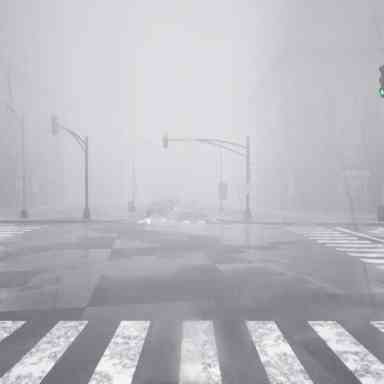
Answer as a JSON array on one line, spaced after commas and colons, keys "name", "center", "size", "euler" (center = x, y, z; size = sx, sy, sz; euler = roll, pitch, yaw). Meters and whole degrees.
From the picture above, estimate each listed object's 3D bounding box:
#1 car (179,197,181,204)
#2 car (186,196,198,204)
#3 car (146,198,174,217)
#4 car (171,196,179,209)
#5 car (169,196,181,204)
[{"name": "car", "center": [-3.115, 1.553, 51.446], "size": [1.994, 1.385, 4.181], "euler": [0, 0, 1]}, {"name": "car", "center": [-0.021, 1.513, 62.620], "size": [1.812, 1.442, 4.674], "euler": [0, 0, 0]}, {"name": "car", "center": [-3.123, 1.540, 31.290], "size": [2.033, 1.411, 5.357], "euler": [0, 0, 0]}, {"name": "car", "center": [-3.128, 1.538, 41.363], "size": [2.033, 1.411, 5.357], "euler": [0, 0, 0]}, {"name": "car", "center": [-3.068, 1.465, 61.938], "size": [1.882, 1.535, 5.008], "euler": [0, 0, 1]}]
